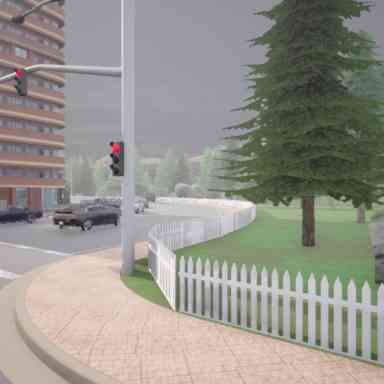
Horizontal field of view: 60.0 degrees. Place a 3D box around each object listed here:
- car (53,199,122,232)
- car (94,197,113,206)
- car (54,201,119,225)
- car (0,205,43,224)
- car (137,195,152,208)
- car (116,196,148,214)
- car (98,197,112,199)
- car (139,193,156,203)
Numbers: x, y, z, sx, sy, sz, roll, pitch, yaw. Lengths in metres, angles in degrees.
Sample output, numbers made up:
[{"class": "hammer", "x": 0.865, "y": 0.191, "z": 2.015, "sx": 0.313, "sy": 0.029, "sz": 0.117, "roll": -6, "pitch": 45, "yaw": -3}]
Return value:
[{"class": "car", "x": -5.970, "y": 1.436, "z": 19.913, "sx": 2.128, "sy": 1.511, "sz": 4.902, "roll": 0, "pitch": 0, "yaw": 24}, {"class": "car", "x": -14.967, "y": 1.509, "z": 56.211, "sx": 1.994, "sy": 1.385, "sz": 4.181, "roll": 0, "pitch": 0, "yaw": -32}, {"class": "car", "x": -7.822, "y": 1.492, "z": 25.309, "sx": 2.033, "sy": 1.411, "sz": 5.357, "roll": 0, "pitch": 0, "yaw": 17}, {"class": "car", "x": -12.708, "y": 1.545, "z": 22.629, "sx": 1.895, "sy": 1.301, "sz": 4.718, "roll": 0, "pitch": 0, "yaw": 23}, {"class": "car", "x": -6.943, "y": 1.470, "z": 44.943, "sx": 1.812, "sy": 1.442, "sz": 4.674, "roll": 0, "pitch": 0, "yaw": -13}, {"class": "car", "x": -6.189, "y": 1.470, "z": 34.752, "sx": 1.812, "sy": 1.442, "sz": 4.674, "roll": 0, "pitch": 0, "yaw": 3}, {"class": "car", "x": -9.904, "y": 1.492, "z": 31.861, "sx": 2.033, "sy": 1.411, "sz": 5.357, "roll": 0, "pitch": 0, "yaw": 8}, {"class": "car", "x": -9.438, "y": 1.160, "z": 66.262, "sx": 2.150, "sy": 2.045, "sz": 5.566, "roll": 0, "pitch": -1, "yaw": -39}]
